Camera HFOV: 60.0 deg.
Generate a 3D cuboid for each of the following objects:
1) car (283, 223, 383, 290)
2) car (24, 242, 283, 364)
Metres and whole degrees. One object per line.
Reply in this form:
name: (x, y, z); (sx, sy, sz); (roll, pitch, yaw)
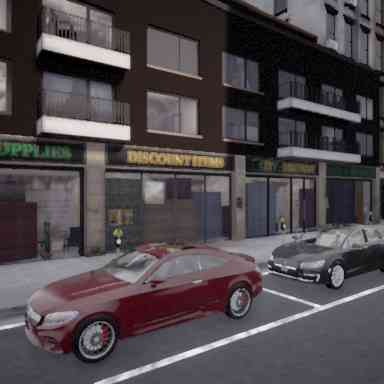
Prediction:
car: (3.922, 1.548, 8.986); (4.403, 1.369, 2.008); (0, 0, -35)
car: (-0.564, 1.579, 5.785); (4.206, 1.307, 1.802); (0, 0, -35)
